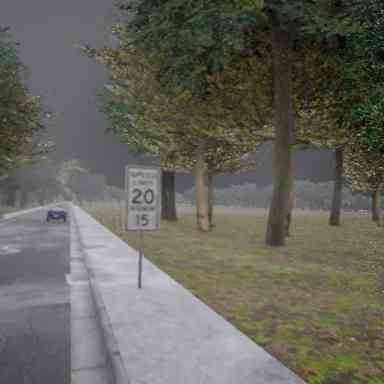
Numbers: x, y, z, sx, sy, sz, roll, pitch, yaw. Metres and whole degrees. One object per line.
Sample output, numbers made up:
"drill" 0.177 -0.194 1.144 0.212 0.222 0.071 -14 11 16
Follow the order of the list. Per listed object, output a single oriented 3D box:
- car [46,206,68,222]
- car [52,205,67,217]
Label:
"car" -14.640 2.346 36.113 1.882 1.535 5.008 2 -2 -20
"car" -18.947 2.691 47.771 1.812 1.442 4.674 2 -2 -20
